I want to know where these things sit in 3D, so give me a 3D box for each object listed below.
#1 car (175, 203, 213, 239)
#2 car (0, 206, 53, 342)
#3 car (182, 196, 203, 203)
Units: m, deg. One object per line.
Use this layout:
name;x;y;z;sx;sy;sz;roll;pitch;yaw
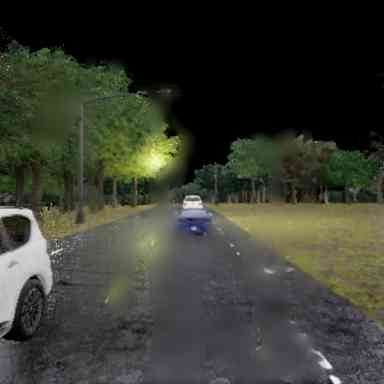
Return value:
car;0.086;1.586;18.076;1.882;1.535;5.008;0;0;0
car;-3.503;1.236;3.595;2.150;2.045;5.566;0;0;0
car;0.071;1.507;38.293;2.150;2.045;5.566;0;-1;0
